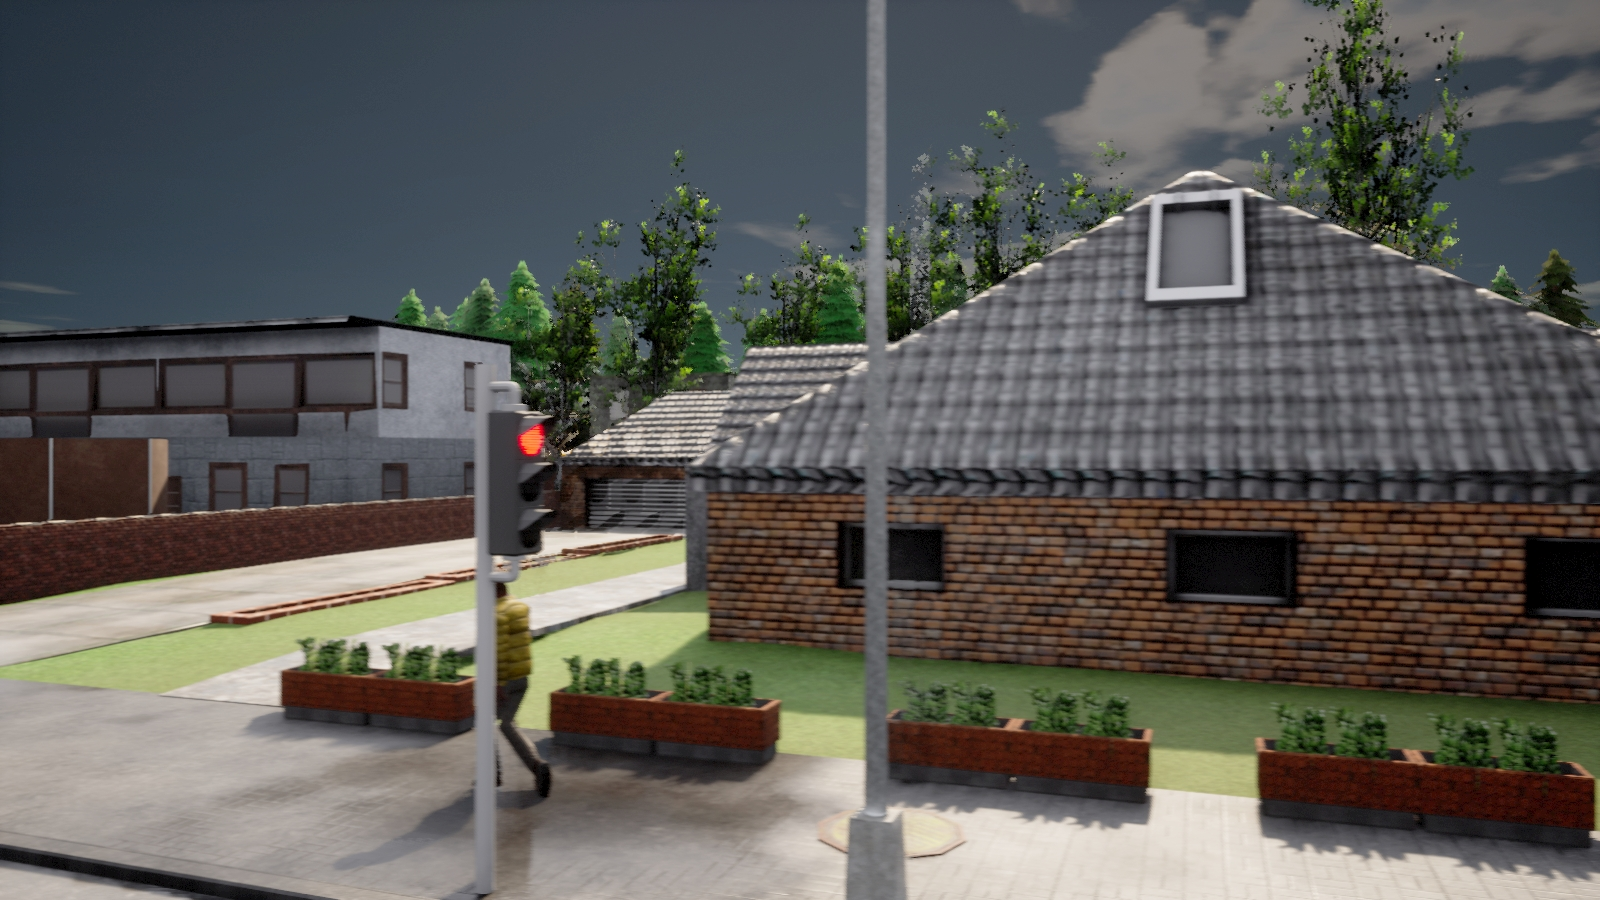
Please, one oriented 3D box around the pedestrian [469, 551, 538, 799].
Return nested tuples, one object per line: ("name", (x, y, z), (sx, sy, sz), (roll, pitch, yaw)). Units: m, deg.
("pedestrian", (-2.338, 1.746, 9.014), (0.375, 1.860, 0.375), (0, 0, 27))
